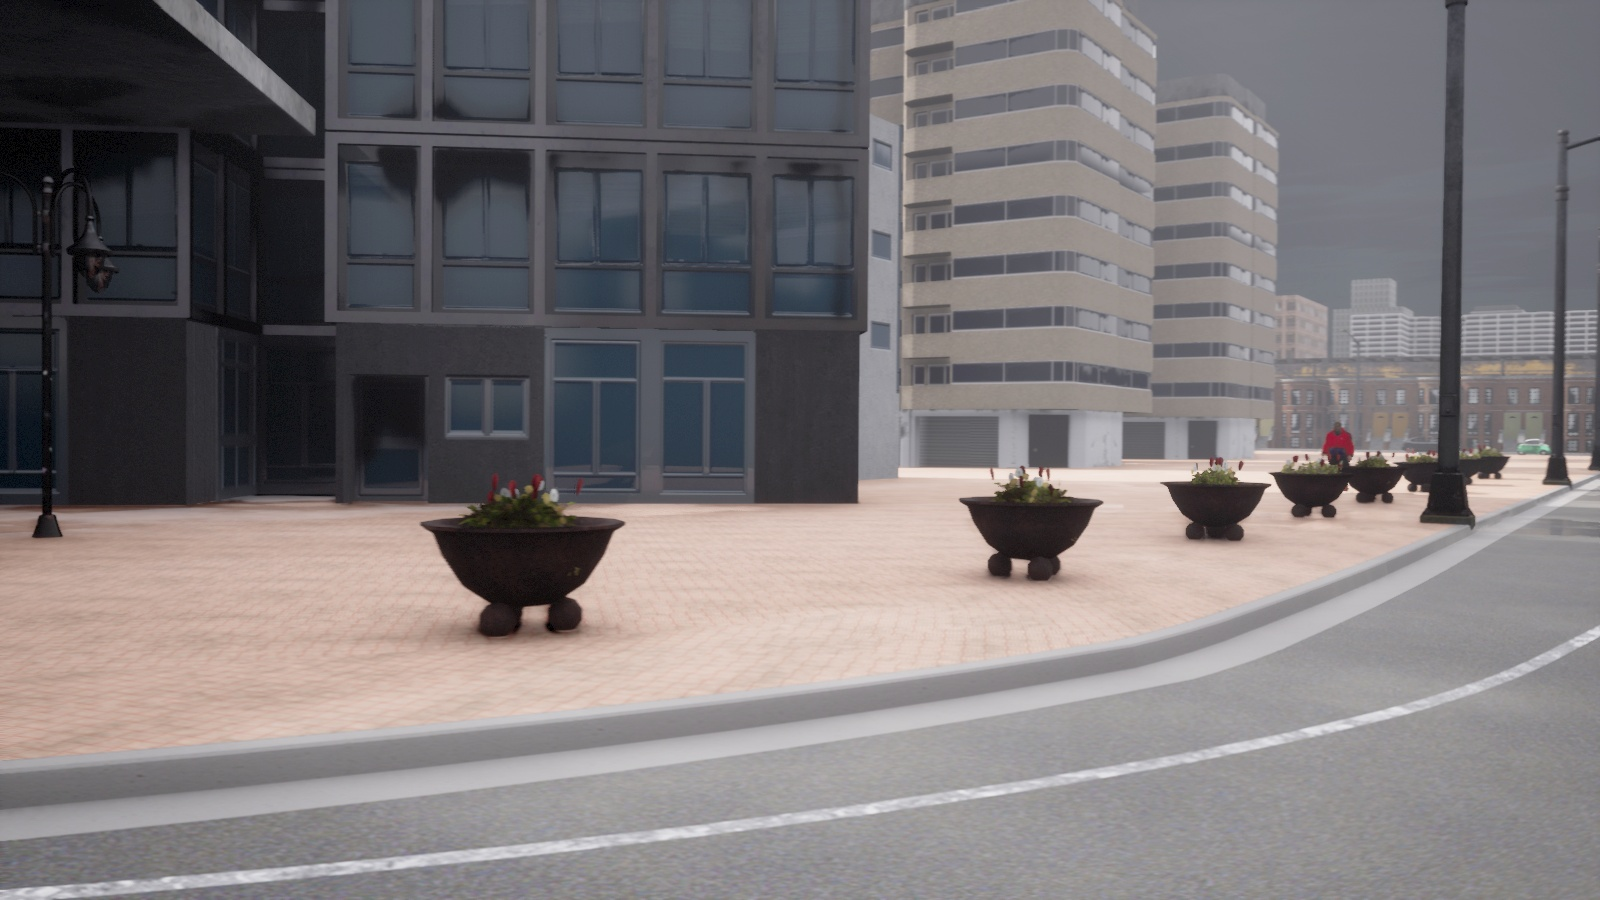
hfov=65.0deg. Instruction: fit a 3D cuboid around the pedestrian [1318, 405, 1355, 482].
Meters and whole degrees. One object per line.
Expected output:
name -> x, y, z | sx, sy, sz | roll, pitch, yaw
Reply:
pedestrian -> 13.013, -0.164, 30.443 | 0.634, 1.844, 0.899 | 0, 1, 36
